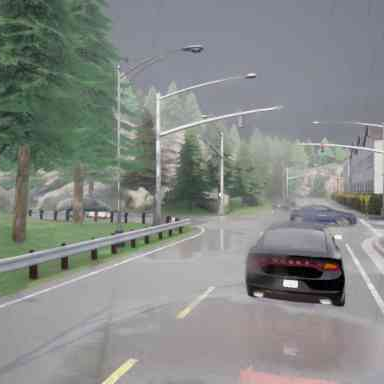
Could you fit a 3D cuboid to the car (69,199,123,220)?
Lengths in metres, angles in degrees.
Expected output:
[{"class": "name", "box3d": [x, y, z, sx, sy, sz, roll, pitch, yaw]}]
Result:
[{"class": "car", "box3d": [-8.200, 1.367, 28.389, 4.553, 1.767, 2.097, 0, 0, 20]}]

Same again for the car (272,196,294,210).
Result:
[{"class": "car", "box3d": [11.165, 1.491, 41.555, 2.128, 1.511, 4.902, 0, 0, 21]}]

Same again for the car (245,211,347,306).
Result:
[{"class": "car", "box3d": [2.621, 1.478, 8.224, 1.882, 1.535, 5.008, 0, 0, 21]}]

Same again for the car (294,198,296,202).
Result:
[{"class": "car", "box3d": [14.616, 1.352, 50.718, 2.097, 1.767, 4.553, 0, 0, 21]}]

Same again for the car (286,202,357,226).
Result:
[{"class": "car", "box3d": [8.667, 1.575, 22.199, 4.181, 1.385, 1.994, 0, 0, 20]}]
